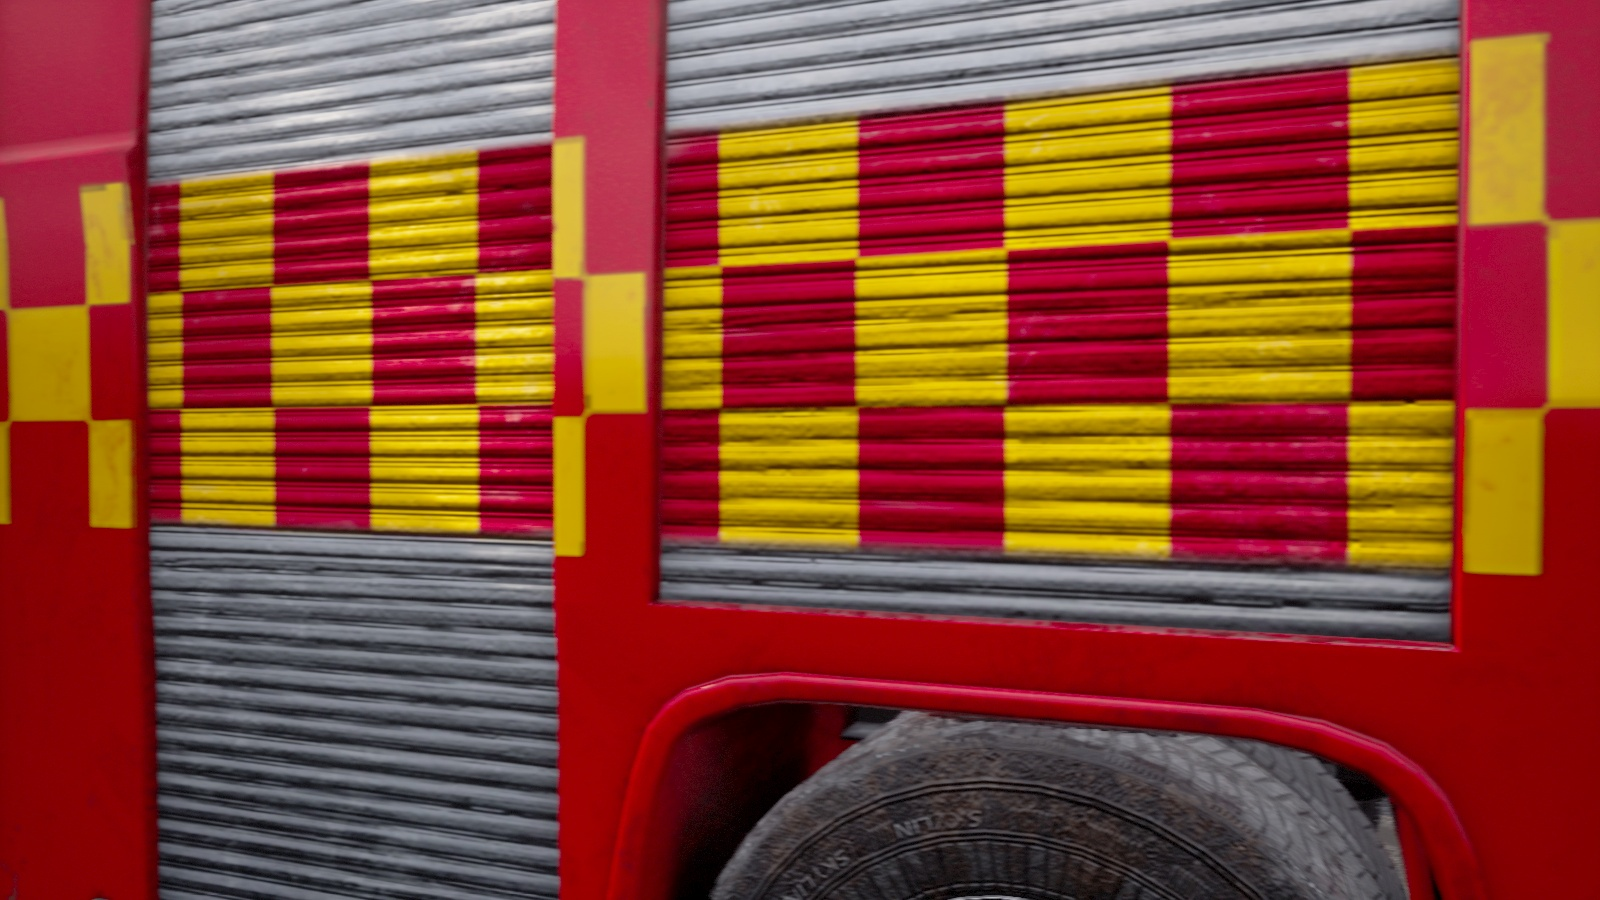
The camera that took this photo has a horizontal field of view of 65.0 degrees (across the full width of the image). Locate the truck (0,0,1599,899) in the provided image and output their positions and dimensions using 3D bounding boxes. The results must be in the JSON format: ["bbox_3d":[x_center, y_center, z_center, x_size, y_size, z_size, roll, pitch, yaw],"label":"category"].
[{"bbox_3d":[-1.818,-0.412,4.082,8.468,3.827,2.891,1,1,22],"label":"truck"}]
